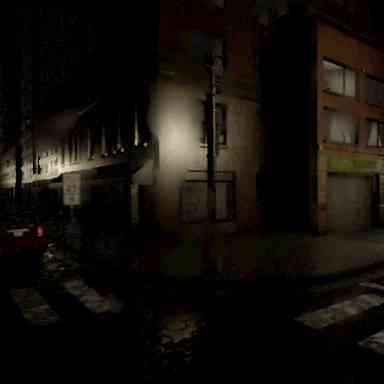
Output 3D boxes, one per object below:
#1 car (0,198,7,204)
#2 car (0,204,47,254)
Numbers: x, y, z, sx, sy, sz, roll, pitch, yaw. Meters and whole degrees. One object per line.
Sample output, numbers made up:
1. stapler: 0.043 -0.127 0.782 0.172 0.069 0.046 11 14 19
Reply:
1. car: -13.259 1.282 21.768 2.192 1.841 5.009 -1 0 -35
2. car: -6.862 1.415 12.611 1.967 1.590 4.097 -1 0 -35
